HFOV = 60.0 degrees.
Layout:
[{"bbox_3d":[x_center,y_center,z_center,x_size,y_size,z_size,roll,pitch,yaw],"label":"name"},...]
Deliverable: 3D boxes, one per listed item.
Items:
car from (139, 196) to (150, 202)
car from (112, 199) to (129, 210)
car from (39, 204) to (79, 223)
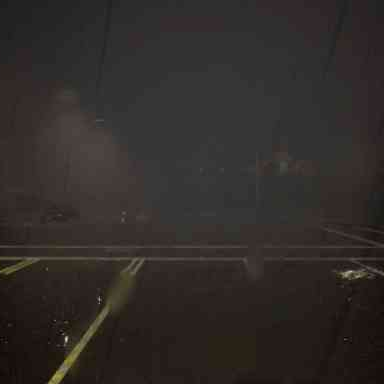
[{"bbox_3d":[-10.494,1.518,74.329,1.994,1.385,4.181,0,1,0],"label":"car"},{"bbox_3d":[-10.495,1.812,49.245,1.812,1.442,4.674,0,0,0],"label":"car"},{"bbox_3d":[-10.494,1.687,26.654,1.812,1.442,4.674,0,-1,0],"label":"car"}]
